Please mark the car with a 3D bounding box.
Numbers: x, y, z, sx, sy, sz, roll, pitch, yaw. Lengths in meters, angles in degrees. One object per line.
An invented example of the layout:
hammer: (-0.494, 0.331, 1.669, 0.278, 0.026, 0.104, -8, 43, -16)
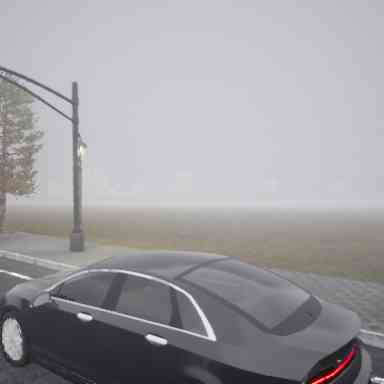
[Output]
car: (-0.562, 1.505, 4.121, 4.892, 1.490, 1.837, 0, 0, 36)
